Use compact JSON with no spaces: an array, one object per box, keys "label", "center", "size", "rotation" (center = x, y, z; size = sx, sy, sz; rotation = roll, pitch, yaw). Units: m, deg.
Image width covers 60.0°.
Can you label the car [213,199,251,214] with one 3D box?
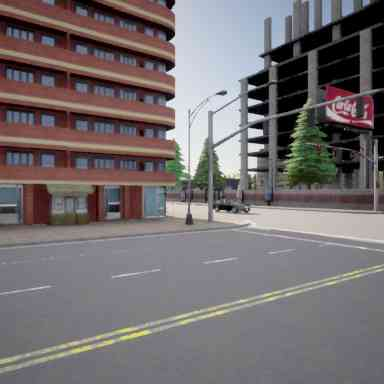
[{"label":"car","center":[4.201,1.491,35.892],"size":[2.128,1.511,4.902],"rotation":[0,0,-35]}]
